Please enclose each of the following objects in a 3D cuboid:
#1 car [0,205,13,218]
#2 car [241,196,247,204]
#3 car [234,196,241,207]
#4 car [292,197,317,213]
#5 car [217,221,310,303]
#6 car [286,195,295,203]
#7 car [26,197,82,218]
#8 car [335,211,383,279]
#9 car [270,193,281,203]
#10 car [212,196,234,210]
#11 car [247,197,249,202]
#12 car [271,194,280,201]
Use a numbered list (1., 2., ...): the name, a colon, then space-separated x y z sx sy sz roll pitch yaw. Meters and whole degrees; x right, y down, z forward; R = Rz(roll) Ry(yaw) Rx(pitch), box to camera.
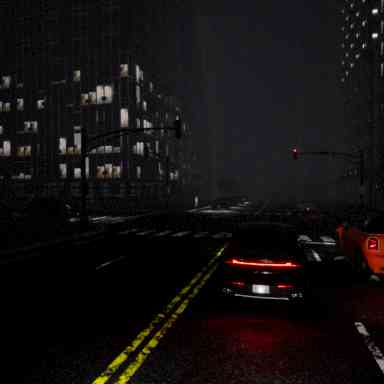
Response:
1. car: -16.809 1.434 27.175 4.313 1.339 1.947 1 1 15
2. car: 8.455 1.482 60.844 1.812 1.442 4.674 0 0 15
3. car: 6.132 1.471 51.846 1.837 1.490 4.892 0 0 14
4. car: 12.290 1.505 36.012 1.812 1.442 4.674 0 0 12
5. car: 1.839 1.501 8.342 1.837 1.490 4.892 0 0 14
6. car: 20.918 1.464 69.943 2.128 1.511 4.902 0 0 14
7. car: -11.808 1.216 28.622 4.553 1.767 2.097 1 1 15
8. car: 5.707 1.347 9.950 2.097 1.767 4.553 0 0 14
9. car: 17.647 1.158 70.284 2.150 2.045 5.566 0 0 14
10. car: 3.843 1.501 42.864 1.812 1.442 4.674 0 0 14
11. car: 10.993 1.497 70.504 1.994 1.385 4.181 0 0 14
12. car: 20.215 1.236 80.349 1.882 1.535 5.008 0 0 14
